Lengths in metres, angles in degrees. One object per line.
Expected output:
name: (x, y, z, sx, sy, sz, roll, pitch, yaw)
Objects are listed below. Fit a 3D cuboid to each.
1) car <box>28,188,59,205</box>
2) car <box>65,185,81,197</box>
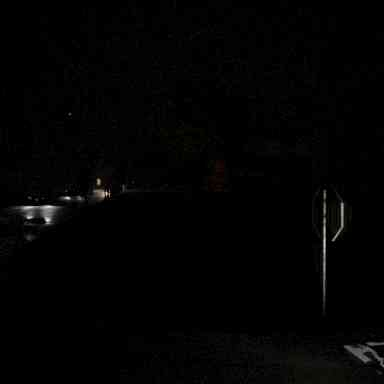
car: (-13.955, 0.408, 31.434, 1.837, 1.490, 4.892, 0, 1, -9)
car: (-16.526, -0.263, 47.102, 2.097, 1.767, 4.553, 0, 2, -9)
